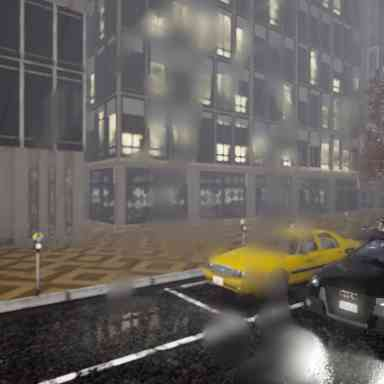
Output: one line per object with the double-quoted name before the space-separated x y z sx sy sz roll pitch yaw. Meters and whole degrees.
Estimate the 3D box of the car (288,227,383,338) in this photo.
"car" 4.010 1.565 6.240 4.181 1.385 1.994 0 0 -36

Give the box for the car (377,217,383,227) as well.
"car" 7.281 1.552 11.751 4.403 1.369 2.008 0 0 -36

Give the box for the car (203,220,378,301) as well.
"car" 2.508 1.527 8.346 4.829 1.417 1.752 0 0 -36
